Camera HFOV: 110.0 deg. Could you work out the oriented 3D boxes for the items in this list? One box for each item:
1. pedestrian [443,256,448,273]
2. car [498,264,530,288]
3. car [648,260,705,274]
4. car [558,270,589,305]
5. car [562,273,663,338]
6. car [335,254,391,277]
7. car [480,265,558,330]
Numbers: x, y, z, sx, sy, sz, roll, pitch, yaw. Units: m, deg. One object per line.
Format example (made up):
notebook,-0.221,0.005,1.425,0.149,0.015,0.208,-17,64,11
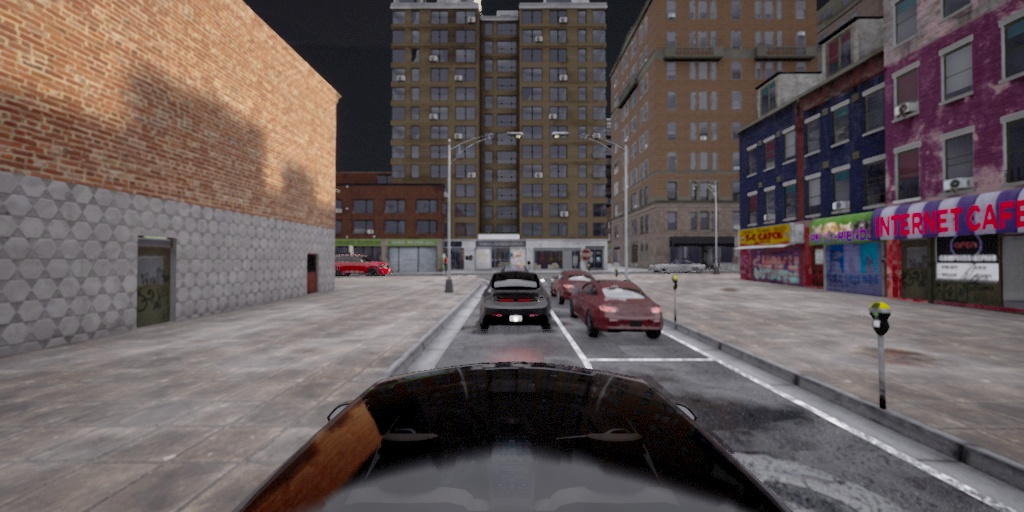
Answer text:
pedestrian,-6.854,0.827,37.233,0.375,1.860,0.375,0,0,0
car,0.221,1.221,23.681,1.895,1.301,4.718,0,0,2
car,15.644,1.037,34.244,4.718,1.301,1.895,0,-1,0
car,2.628,1.252,15.165,1.802,1.307,4.207,0,0,0
car,2.632,1.284,9.726,1.802,1.307,4.207,0,0,0
car,-13.514,0.899,31.395,5.566,2.045,2.150,0,-1,0
car,0.083,1.200,10.833,1.837,1.490,4.892,0,0,0
